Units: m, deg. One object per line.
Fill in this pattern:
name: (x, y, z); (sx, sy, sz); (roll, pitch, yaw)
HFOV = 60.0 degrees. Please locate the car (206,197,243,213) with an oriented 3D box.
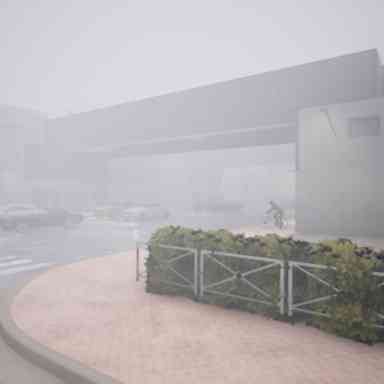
car: (3.903, 1.594, 37.534); (1.895, 1.301, 4.718); (0, 0, 36)

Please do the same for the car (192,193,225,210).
car: (2.297, 1.211, 41.302); (2.150, 2.045, 5.566); (0, 0, 35)

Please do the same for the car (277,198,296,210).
car: (12.710, 1.521, 43.618); (1.812, 1.442, 4.674); (0, 0, 36)

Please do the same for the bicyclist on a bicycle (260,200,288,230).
bicyclist on a bicycle: (4.627, 1.301, 18.761); (1.656, 1.620, 0.582); (0, 0, 35)

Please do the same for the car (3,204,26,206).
car: (-11.774, 1.518, 21.628); (1.812, 1.442, 4.674); (0, 0, 37)

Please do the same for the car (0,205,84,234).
car: (-8.889, 1.595, 19.574); (1.895, 1.301, 4.718); (0, 0, 35)

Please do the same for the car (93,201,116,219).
car: (-6.328, 1.470, 29.209); (1.882, 1.535, 5.008); (0, 0, 35)

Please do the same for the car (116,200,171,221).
car: (-3.582, 1.520, 27.030); (1.812, 1.442, 4.674); (0, 0, 36)
